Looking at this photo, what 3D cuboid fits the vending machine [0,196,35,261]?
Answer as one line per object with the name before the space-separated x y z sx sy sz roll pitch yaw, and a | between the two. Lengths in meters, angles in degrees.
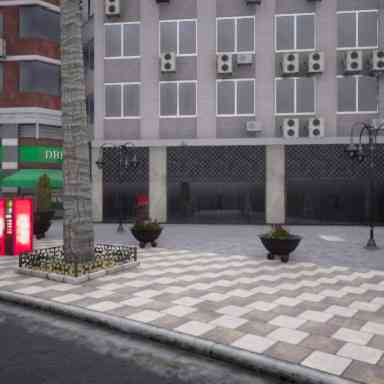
vending machine | -6.203 1.195 11.454 0.880 2.100 1.100 0 0 23
